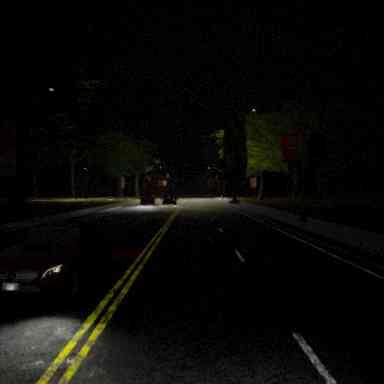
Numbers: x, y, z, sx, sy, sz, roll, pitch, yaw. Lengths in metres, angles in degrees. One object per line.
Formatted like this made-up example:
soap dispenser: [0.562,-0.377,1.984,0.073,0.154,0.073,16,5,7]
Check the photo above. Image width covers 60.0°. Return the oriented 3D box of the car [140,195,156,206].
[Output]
car: [-6.593,1.219,49.931,2.128,1.511,4.902,0,0,0]

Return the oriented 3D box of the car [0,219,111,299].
car: [-3.352,1.475,8.479,1.812,1.442,4.674,0,0,0]

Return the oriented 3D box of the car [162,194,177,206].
car: [-3.340,1.082,49.672,2.097,1.767,4.553,0,0,0]
